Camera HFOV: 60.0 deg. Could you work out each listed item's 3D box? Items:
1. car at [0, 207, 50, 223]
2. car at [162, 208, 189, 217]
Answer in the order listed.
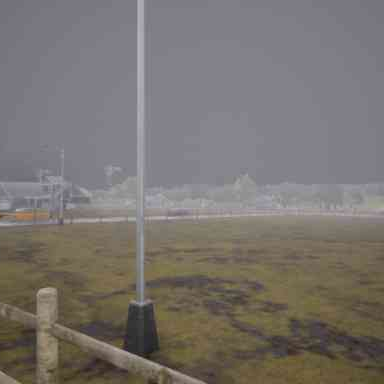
[{"bbox_3d":[-17.439,2.314,34.657,1.882,1.535,5.008,0,-2,35],"label":"car"},{"bbox_3d":[-2.577,3.438,55.482,2.033,1.411,5.357,0,-3,36],"label":"car"}]
